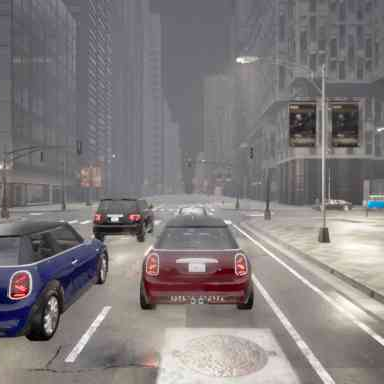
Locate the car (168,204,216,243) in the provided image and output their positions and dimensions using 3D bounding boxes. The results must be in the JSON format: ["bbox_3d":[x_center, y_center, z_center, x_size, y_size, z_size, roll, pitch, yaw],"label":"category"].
[{"bbox_3d":[0.057,1.491,17.166,2.128,1.511,4.902,0,0,2],"label":"car"}]

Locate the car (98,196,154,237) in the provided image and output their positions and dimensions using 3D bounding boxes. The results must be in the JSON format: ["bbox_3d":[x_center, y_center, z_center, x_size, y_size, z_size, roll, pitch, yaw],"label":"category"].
[{"bbox_3d":[-3.181,1.222,16.372,2.150,2.045,5.566,0,0,0],"label":"car"}]

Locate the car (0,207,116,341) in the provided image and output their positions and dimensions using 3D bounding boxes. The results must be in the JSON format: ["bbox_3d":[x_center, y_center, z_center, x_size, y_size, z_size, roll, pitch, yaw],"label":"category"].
[{"bbox_3d":[-3.163,1.352,6.660,2.097,1.767,4.553,0,0,0],"label":"car"}]

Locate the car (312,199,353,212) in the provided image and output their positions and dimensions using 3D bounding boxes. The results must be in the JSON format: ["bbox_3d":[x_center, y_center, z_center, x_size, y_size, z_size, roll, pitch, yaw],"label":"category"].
[{"bbox_3d":[15.805,1.513,37.579,4.403,1.369,2.008,0,0,0],"label":"car"}]

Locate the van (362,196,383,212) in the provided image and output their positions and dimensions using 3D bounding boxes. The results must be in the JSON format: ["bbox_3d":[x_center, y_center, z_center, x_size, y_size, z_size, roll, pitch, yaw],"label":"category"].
[{"bbox_3d":[21.423,1.292,37.565,3.998,1.788,1.690,0,0,0],"label":"van"}]

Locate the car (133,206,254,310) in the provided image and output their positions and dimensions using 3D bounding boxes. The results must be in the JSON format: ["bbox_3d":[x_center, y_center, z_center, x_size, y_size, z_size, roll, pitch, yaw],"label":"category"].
[{"bbox_3d":[0.085,1.352,7.979,2.097,1.767,4.553,0,0,0],"label":"car"}]
